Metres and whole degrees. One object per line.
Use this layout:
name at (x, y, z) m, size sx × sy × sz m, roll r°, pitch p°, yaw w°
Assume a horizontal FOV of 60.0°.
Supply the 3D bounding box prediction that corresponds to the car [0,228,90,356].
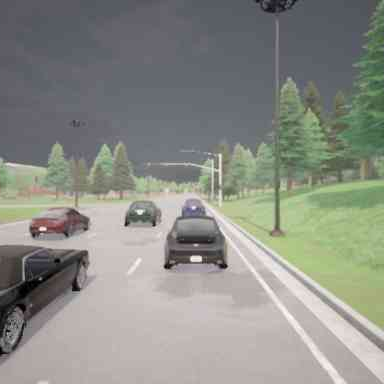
car at (-3.395, 1.606, 5.999) m, size 1.895 × 1.301 × 4.718 m, roll 0°, pitch 0°, yaw 0°

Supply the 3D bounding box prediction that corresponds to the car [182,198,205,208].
car at (0.134, 1.385, 30.419) m, size 2.097 × 1.767 × 4.553 m, roll 0°, pitch 0°, yaw 0°

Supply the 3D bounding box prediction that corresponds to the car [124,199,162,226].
car at (-3.374, 1.377, 23.636) m, size 2.097 × 1.767 × 4.553 m, roll 0°, pitch 0°, yaw 0°

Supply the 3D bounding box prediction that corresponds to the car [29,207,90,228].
car at (-6.881, 1.542, 17.646) m, size 1.812 × 1.442 × 4.674 m, roll 0°, pitch 0°, yaw 0°

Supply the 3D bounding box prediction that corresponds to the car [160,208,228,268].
car at (0.112, 1.519, 11.284) m, size 1.837 × 1.490 × 4.892 m, roll 0°, pitch 0°, yaw 0°
